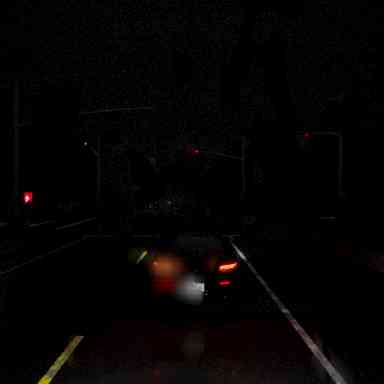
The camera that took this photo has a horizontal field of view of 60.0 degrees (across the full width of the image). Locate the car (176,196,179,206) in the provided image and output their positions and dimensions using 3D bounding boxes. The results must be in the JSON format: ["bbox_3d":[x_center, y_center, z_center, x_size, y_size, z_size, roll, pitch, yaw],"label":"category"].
[{"bbox_3d":[-3.531,1.221,52.927,2.150,2.045,5.566,0,0,0],"label":"car"}]

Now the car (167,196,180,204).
[{"bbox_3d":[-3.480,1.492,63.313,2.128,1.511,4.902,0,0,0],"label":"car"}]

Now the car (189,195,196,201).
[{"bbox_3d":[0.095,1.525,80.977,2.128,1.511,4.902,0,0,0],"label":"car"}]

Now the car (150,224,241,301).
[{"bbox_3d":[0.082,1.526,8.183,1.812,1.442,4.674,0,0,0],"label":"car"}]

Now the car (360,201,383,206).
[{"bbox_3d":[15.573,1.528,28.741,5.357,1.411,2.033,0,0,-6],"label":"car"}]

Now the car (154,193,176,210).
[{"bbox_3d":[-3.546,1.352,42.395,2.097,1.767,4.553,0,0,0],"label":"car"}]
